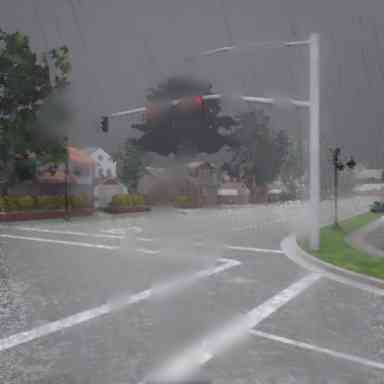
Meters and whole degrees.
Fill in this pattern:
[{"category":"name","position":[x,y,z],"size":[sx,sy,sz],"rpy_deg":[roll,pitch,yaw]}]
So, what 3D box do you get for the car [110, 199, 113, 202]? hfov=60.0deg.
[{"category":"car","position":[-8.617,1.193,42.467],"size":[3.806,1.475,1.970],"rpy_deg":[0,0,36]}]
